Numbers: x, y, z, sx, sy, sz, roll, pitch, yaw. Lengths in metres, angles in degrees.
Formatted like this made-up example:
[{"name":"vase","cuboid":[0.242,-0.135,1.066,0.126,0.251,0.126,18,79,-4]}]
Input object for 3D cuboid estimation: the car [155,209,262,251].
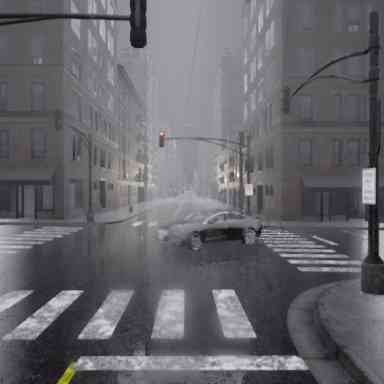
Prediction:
[{"name":"car","cuboid":[0.818,1.505,14.066,4.902,1.511,2.128,1,-1,-35]}]
